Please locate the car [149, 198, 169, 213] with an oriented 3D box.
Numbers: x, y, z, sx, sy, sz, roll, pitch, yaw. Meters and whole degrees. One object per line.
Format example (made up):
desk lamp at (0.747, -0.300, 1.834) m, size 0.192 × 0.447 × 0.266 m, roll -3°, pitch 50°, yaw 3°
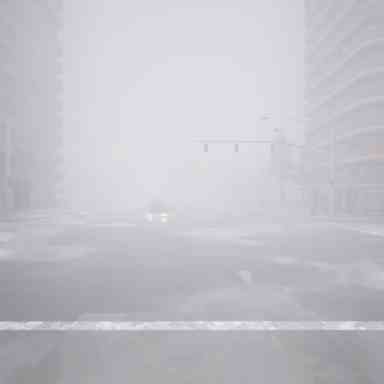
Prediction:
car at (-3.627, 1.493, 36.932) m, size 1.837 × 1.490 × 4.892 m, roll 0°, pitch 0°, yaw 0°
